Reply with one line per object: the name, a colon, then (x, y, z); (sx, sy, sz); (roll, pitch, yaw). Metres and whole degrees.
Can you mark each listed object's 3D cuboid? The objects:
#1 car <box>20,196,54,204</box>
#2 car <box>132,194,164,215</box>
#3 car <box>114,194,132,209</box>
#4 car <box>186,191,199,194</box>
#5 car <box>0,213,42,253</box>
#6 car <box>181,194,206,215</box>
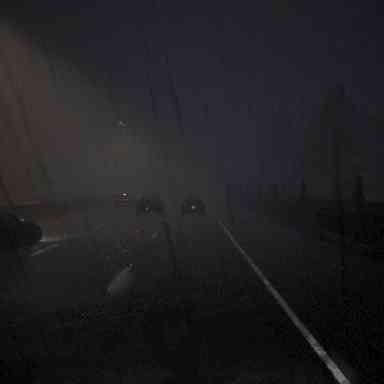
car: (-13.987, 1.090, 30.147); (1.812, 1.442, 4.674); (0, 1, 0)
car: (-3.390, 1.047, 27.509); (1.882, 1.535, 5.008); (0, 1, 0)
car: (-6.886, 0.935, 35.216); (2.128, 1.511, 4.902); (0, 1, 0)
car: (0.119, 0.526, 47.571); (1.895, 1.301, 4.718); (0, 4, 0)
car: (-6.896, 1.386, 11.394); (1.994, 1.385, 4.181); (0, 1, 0)
car: (0.111, 1.129, 27.722); (1.994, 1.385, 4.181); (0, 1, 0)
